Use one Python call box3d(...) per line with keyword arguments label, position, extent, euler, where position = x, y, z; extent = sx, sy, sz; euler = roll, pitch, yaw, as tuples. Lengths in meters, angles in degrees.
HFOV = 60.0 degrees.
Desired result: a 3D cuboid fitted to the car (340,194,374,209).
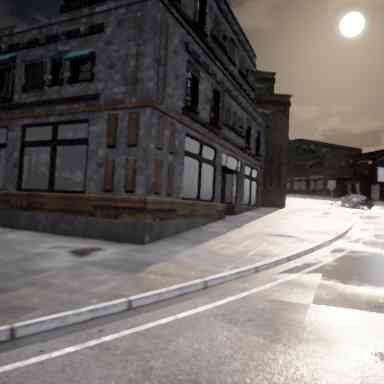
box3d(label="car", position=(17.355, 0.942, 35.223), extent=(2.033, 1.411, 5.357), euler=(3, 2, 7))
